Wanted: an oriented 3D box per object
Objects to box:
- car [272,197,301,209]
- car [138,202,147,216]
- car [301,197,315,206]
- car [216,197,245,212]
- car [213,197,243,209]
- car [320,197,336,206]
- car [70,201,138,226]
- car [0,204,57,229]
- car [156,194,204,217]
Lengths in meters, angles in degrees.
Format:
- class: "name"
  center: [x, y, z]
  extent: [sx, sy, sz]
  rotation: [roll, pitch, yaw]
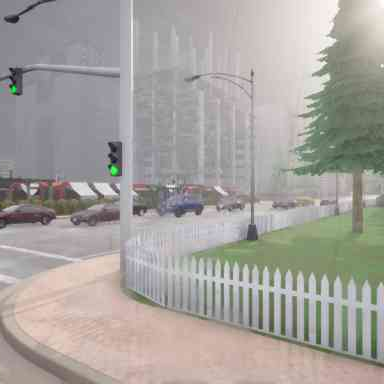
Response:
- class: "car"
  center: [12.454, 1.547, 44.709]
  extent: [2.033, 1.411, 5.357]
  rotation: [0, 0, 34]
- class: "car"
  center: [-6.188, 1.478, 29.900]
  extent: [1.882, 1.535, 5.008]
  rotation: [0, 0, 34]
- class: "car"
  center: [18.251, 1.478, 53.319]
  extent: [1.882, 1.535, 5.008]
  rotation: [0, 0, 34]
- class: "car"
  center: [4.650, 1.492, 39.707]
  extent: [2.128, 1.511, 4.902]
  rotation: [0, 0, 34]
- class: "car"
  center: [5.162, 1.492, 46.685]
  extent: [2.128, 1.511, 4.902]
  rotation: [0, 0, 34]
- class: "car"
  center: [21.082, 1.526, 51.258]
  extent: [1.812, 1.442, 4.674]
  rotation: [0, 0, 34]
- class: "car"
  center: [-6.290, 1.526, 23.444]
  extent: [1.812, 1.442, 4.674]
  rotation: [0, 0, 34]
- class: "car"
  center: [-11.405, 1.526, 22.152]
  extent: [1.812, 1.442, 4.674]
  rotation: [0, 0, 36]
- class: "car"
  center: [-0.982, 1.221, 31.365]
  extent: [2.150, 2.045, 5.566]
  rotation: [0, 0, 34]
